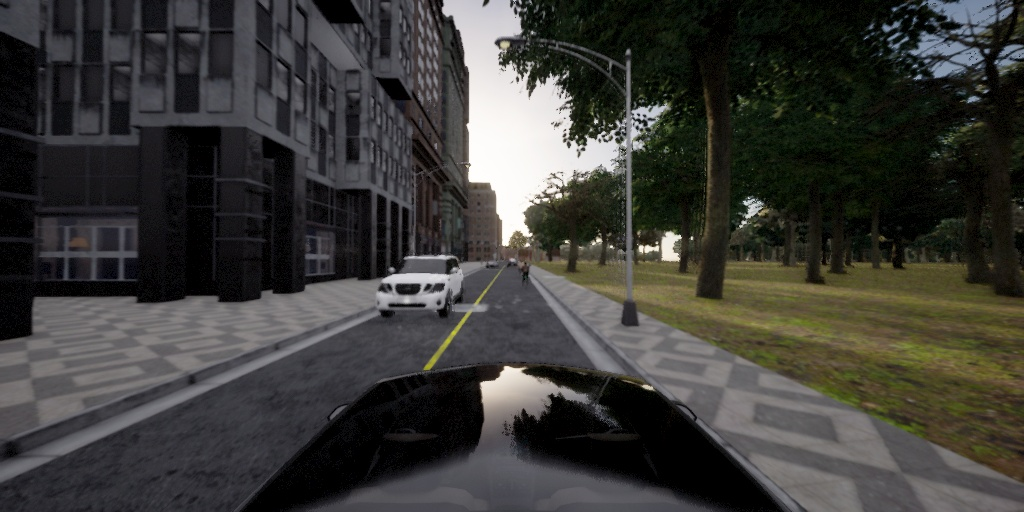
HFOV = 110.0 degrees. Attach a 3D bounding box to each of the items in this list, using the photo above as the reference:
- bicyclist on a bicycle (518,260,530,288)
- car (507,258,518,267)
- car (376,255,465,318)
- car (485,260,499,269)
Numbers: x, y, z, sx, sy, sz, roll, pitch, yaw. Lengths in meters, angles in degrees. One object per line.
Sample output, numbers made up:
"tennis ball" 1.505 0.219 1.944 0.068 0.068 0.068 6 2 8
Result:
"bicyclist on a bicycle" 0.832 1.187 21.577 0.582 1.620 1.656 0 0 0
"car" 0.093 1.270 63.675 1.812 1.442 4.674 0 0 0
"car" -3.095 0.961 13.312 2.150 2.045 5.566 0 0 0
"car" -3.031 1.300 56.068 1.994 1.385 4.181 0 0 1
